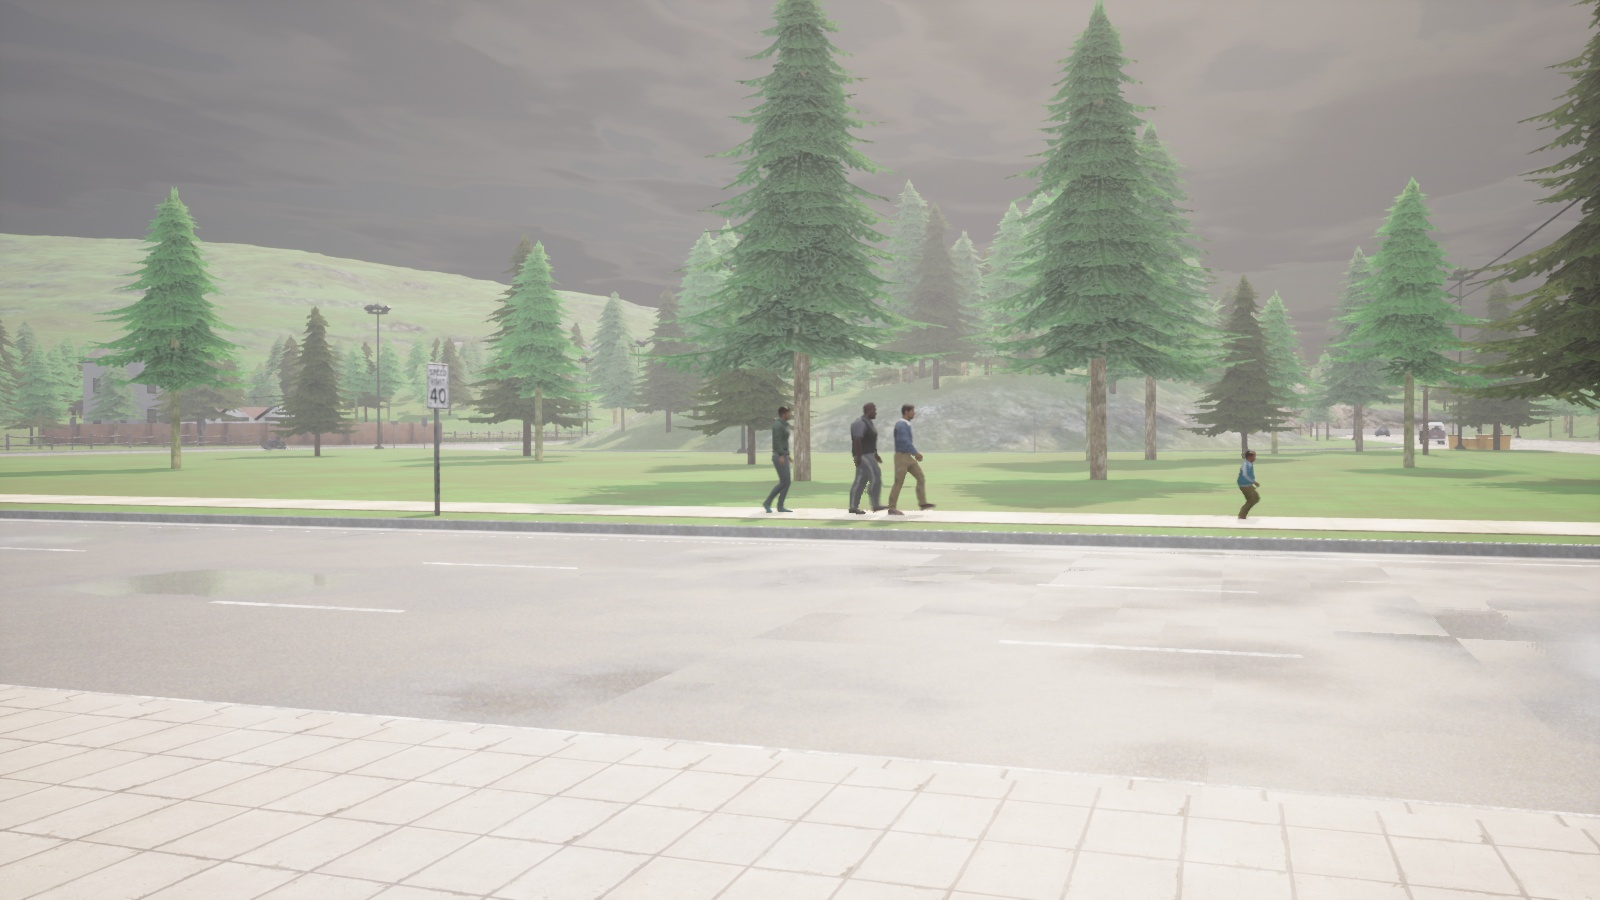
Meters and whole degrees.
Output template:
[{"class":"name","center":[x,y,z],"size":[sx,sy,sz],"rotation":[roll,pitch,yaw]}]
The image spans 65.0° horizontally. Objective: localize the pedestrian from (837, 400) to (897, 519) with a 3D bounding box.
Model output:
[{"class":"pedestrian","center":[1.080,0.144,20.319],"size":[0.849,1.883,0.563],"rotation":[0,1,17]}]

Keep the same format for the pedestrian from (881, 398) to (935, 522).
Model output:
[{"class":"pedestrian","center":[1.733,0.149,20.146],"size":[0.788,1.949,0.423],"rotation":[1,1,19]}]

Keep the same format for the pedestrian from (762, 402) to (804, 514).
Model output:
[{"class":"pedestrian","center":[-0.287,0.127,21.043],"size":[0.614,1.847,0.353],"rotation":[0,1,16]}]

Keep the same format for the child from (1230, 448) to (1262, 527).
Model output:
[{"class":"child","center":[6.820,0.564,19.210],"size":[0.448,1.192,0.343],"rotation":[1,1,20]}]
